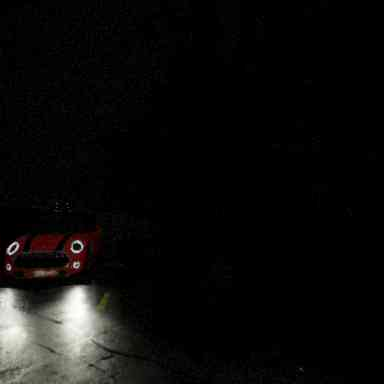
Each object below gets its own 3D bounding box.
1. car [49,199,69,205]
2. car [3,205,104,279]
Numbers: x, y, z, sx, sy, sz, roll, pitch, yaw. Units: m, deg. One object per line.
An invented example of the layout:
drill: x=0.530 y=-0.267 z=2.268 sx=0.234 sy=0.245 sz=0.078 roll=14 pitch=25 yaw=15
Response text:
car: x=-20.138 y=1.801 z=50.358 sx=2.097 sy=1.767 sz=4.553 roll=1 pitch=-1 yaw=-36
car: x=-4.067 y=1.455 z=10.489 sx=2.097 sy=1.767 sz=4.553 roll=0 pitch=-1 yaw=-8
